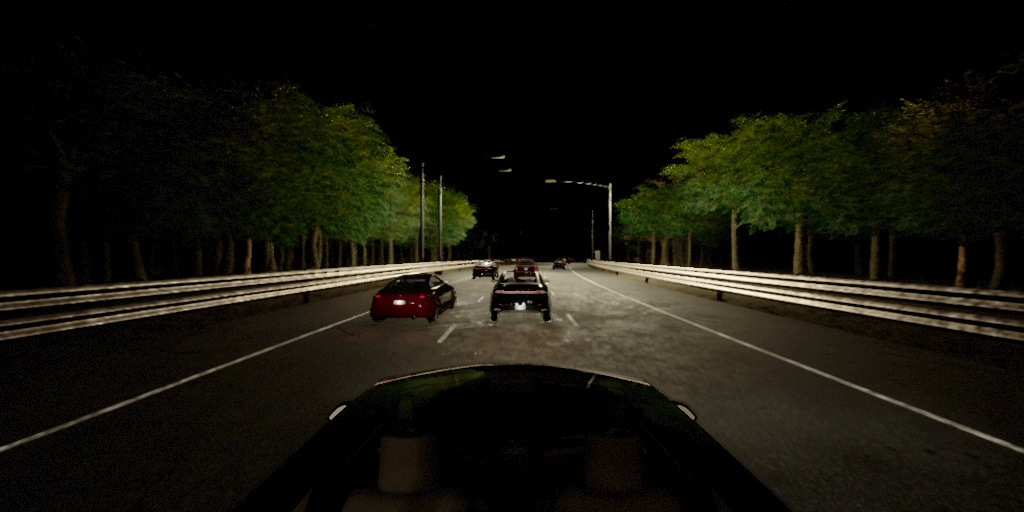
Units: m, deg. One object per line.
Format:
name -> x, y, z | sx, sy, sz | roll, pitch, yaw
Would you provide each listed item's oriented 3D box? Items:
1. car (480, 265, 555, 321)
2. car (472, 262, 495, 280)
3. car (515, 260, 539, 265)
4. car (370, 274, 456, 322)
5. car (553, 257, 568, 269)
car -> 0.306, 1.242, 12.562 | 2.128, 1.511, 4.902 | 0, 0, 2
car -> -2.222, 1.237, 31.271 | 2.128, 1.511, 4.902 | 0, 0, 4
car -> 1.303, 1.102, 31.401 | 2.097, 1.767, 4.553 | 0, 0, 4
car -> -3.200, 1.310, 12.352 | 1.994, 1.385, 4.181 | 0, 0, 2
car -> 7.202, 1.296, 55.100 | 2.033, 1.411, 5.357 | 0, 0, 8
